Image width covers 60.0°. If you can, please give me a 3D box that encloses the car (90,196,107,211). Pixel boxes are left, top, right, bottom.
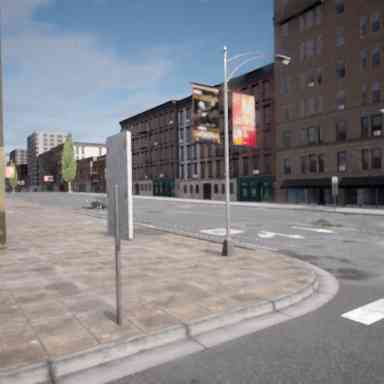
[{"bbox_3d":[-9.583,1.169,36.112,1.837,1.490,4.892,-2,2,-36],"label":"car"}]
